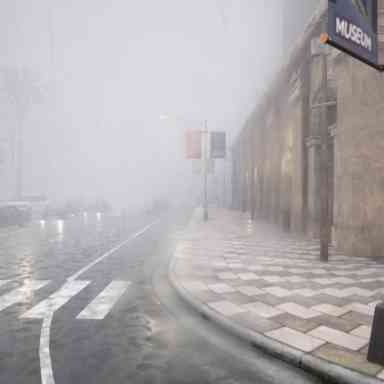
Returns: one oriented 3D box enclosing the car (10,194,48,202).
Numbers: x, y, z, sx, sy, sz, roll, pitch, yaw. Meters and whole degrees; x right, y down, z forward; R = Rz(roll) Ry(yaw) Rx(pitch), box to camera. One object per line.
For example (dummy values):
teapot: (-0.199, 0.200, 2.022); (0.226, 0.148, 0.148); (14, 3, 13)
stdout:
car: (-14.932, 1.221, 30.283); (2.150, 2.045, 5.566); (0, 0, 2)

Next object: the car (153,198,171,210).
car: (-3.883, 1.594, 43.101); (1.837, 1.490, 4.892); (0, 0, 2)

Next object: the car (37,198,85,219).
car: (-11.454, 1.526, 29.426); (1.812, 1.442, 4.674); (0, 0, 2)

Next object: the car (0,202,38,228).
car: (-11.730, 1.547, 20.002); (2.033, 1.411, 5.357); (0, 0, 1)

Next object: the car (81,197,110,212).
car: (-11.099, 1.526, 39.310); (1.812, 1.442, 4.674); (0, 0, 2)
